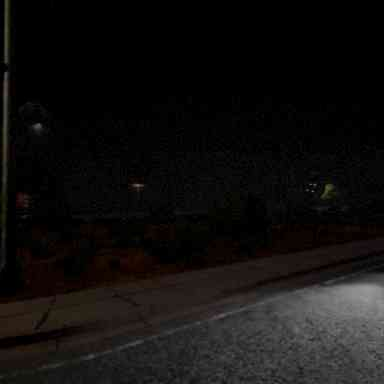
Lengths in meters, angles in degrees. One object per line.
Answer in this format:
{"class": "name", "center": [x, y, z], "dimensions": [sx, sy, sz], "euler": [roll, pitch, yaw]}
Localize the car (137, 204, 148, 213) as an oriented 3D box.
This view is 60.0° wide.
{"class": "car", "center": [-11.180, 3.847, 76.239], "dimensions": [1.905, 1.878, 3.866], "euler": [5, 0, 4]}
